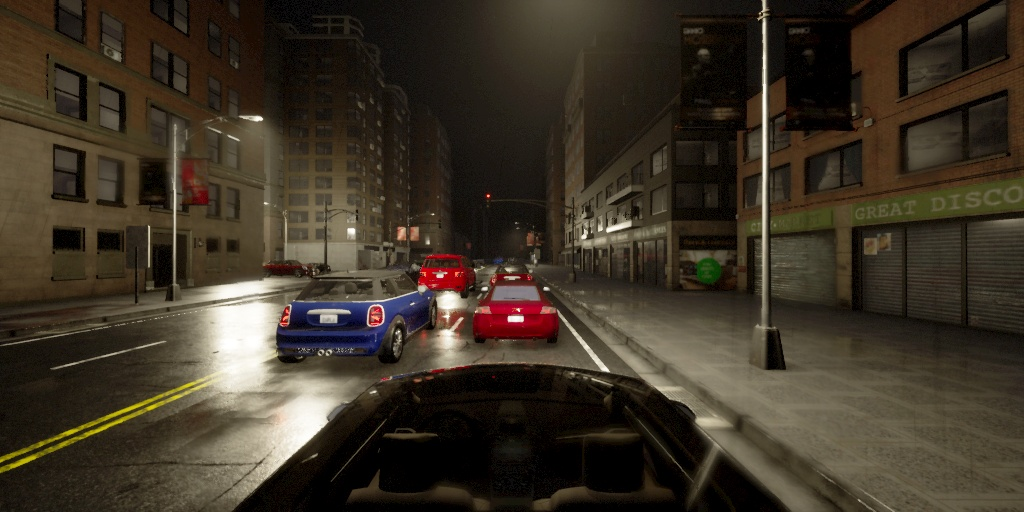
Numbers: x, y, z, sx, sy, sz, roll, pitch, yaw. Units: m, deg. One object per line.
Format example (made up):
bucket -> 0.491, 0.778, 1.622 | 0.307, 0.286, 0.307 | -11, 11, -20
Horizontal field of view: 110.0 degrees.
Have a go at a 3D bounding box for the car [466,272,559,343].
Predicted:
car -> 0.098, 1.315, 9.671 | 1.994, 1.385, 4.181 | 0, 0, 0

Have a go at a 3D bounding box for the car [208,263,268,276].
car -> -27.863, 1.369, 36.583 | 4.718, 1.301, 1.895 | 0, 0, 2

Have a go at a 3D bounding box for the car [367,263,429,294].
car -> -6.586, 1.245, 21.394 | 2.128, 1.511, 4.902 | 0, 0, 0

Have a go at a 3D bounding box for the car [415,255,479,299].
car -> -3.139, 0.974, 18.328 | 2.150, 2.045, 5.566 | 0, 0, 0

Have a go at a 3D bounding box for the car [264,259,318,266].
car -> -20.772, 1.103, 33.621 | 4.553, 1.767, 2.097 | 0, 0, 2

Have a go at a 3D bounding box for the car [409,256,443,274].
car -> -10.230, 0.987, 43.348 | 2.150, 2.045, 5.566 | 0, 0, 7

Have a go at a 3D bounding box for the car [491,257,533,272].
car -> 0.011, 1.104, 18.289 | 2.097, 1.767, 4.553 | 0, 0, 0

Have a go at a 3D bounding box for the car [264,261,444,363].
car -> -3.142, 1.103, 8.289 | 2.097, 1.767, 4.553 | 0, 0, 0
